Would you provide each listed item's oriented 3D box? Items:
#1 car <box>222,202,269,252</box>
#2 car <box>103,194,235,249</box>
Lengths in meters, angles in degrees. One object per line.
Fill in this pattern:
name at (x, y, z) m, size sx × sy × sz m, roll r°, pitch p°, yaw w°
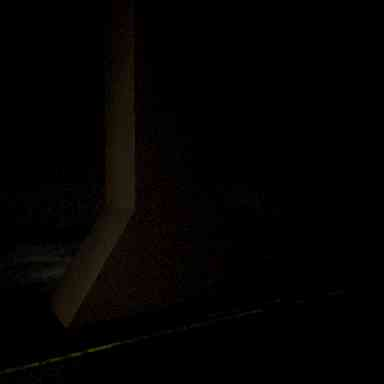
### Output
car at (0.504, 1.284, 11.961) m, size 4.553 × 1.767 × 2.097 m, roll -1°, pitch 0°, yaw -29°
car at (-0.970, 1.146, 15.159) m, size 5.566 × 2.045 × 2.150 m, roll -1°, pitch 0°, yaw -29°
